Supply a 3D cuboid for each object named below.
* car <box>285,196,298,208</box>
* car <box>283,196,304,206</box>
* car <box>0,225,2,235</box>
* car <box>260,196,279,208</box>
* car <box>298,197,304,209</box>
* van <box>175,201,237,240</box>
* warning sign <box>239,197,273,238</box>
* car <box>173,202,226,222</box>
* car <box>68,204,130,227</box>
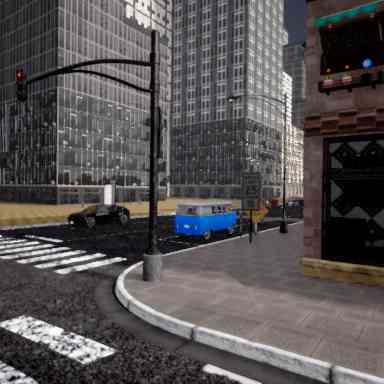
[{"bbox_3d":[14.492,1.379,46.060,2.128,1.511,4.902,1,1,36],"label":"car"},{"bbox_3d":[16.380,1.362,53.299,1.752,1.417,4.829,1,1,35],"label":"car"},{"bbox_3d":[-10.385,1.464,13.443,4.674,1.442,1.812,0,1,-36],"label":"car"},{"bbox_3d":[10.057,1.292,44.425,1.967,1.590,4.097,1,1,35],"label":"car"},{"bbox_3d":[15.553,1.414,42.260,1.882,1.535,5.008,1,1,36],"label":"car"},{"bbox_3d":[0.828,1.367,17.033,1.690,1.788,3.998,1,1,35],"label":"van"},{"bbox_3d":[3.109,1.176,16.137,1.300,1.860,1.060,1,1,35],"label":"warning sign"},{"bbox_3d":[0.701,1.524,26.840,1.895,1.301,4.718,1,1,35],"label":"car"},{"bbox_3d":[-5.999,1.465,21.900,1.947,1.339,4.313,1,1,35],"label":"car"}]
